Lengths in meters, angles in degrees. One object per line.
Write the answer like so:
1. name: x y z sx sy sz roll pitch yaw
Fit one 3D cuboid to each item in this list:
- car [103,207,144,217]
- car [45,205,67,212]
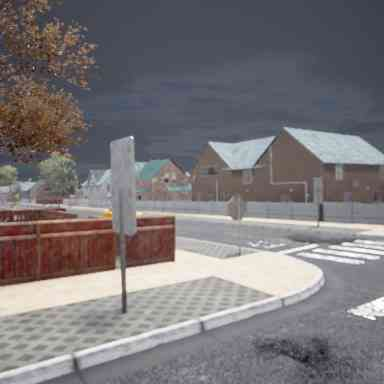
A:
1. car: -5.732 1.911 27.650 1.882 1.535 5.008 -2 0 -36
2. car: -18.674 2.399 45.676 1.895 1.301 4.718 -2 0 -36
